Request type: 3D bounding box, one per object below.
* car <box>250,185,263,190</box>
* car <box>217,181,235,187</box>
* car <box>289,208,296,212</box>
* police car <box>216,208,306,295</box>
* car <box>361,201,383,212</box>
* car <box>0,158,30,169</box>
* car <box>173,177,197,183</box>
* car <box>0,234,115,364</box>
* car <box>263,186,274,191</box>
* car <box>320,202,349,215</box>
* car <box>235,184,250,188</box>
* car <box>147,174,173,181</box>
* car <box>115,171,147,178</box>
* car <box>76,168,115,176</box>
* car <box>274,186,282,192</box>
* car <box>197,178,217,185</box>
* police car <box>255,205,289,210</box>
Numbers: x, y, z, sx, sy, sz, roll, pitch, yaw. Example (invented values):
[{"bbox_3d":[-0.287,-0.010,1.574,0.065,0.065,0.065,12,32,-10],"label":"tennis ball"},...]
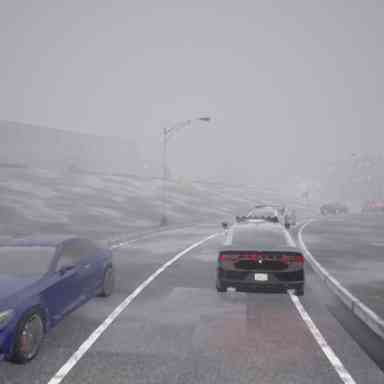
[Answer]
[{"bbox_3d":[13.368,-0.807,75.546,2.231,1.521,4.892,-4,-6,42],"label":"car"},{"bbox_3d":[5.953,-1.353,67.520,2.163,1.488,4.792,-4,-6,44],"label":"car"},{"bbox_3d":[6.136,1.702,23.484,1.837,1.490,4.892,-2,-2,24],"label":"car"},{"bbox_3d":[1.749,1.461,9.003,1.930,1.638,5.238,-1,0,9],"label":"police car"},{"bbox_3d":[27.246,2.137,49.720,4.553,1.767,2.097,2,-4,-39],"label":"car"},{"bbox_3d":[-22.679,-3.267,41.419,4.553,1.767,2.185,3,-5,-41],"label":"car"},{"bbox_3d":[-2.008,-1.948,59.591,5.008,1.535,2.097,4,-6,-43],"label":"car"},{"bbox_3d":[-2.855,1.573,6.105,1.812,1.442,4.674,-1,-1,7],"label":"car"},{"bbox_3d":[17.048,-0.609,79.812,2.185,1.767,4.553,-4,-6,41],"label":"car"},{"bbox_3d":[17.853,2.066,41.559,4.892,1.490,1.837,1,-4,-41],"label":"car"},{"bbox_3d":[9.737,-1.057,71.527,2.002,1.452,4.674,-4,-6,43],"label":"car"},{"bbox_3d":[-6.062,-2.177,55.810,4.674,1.452,2.002,4,-6,-42],"label":"car"},{"bbox_3d":[-10.197,-2.474,52.122,4.892,1.521,2.231,3,-5,-41],"label":"car"},{"bbox_3d":[-14.378,-2.706,48.526,4.892,1.521,2.231,3,-5,-41],"label":"car"},{"bbox_3d":[20.633,-0.383,84.123,2.435,2.045,5.566,-3,-6,40],"label":"car"},{"bbox_3d":[1.947,-1.799,63.447,4.553,1.767,2.185,4,-6,-44],"label":"car"},{"bbox_3d":[4.061,1.552,18.264,1.930,1.638,5.238,-1,-1,19],"label":"police car"}]
